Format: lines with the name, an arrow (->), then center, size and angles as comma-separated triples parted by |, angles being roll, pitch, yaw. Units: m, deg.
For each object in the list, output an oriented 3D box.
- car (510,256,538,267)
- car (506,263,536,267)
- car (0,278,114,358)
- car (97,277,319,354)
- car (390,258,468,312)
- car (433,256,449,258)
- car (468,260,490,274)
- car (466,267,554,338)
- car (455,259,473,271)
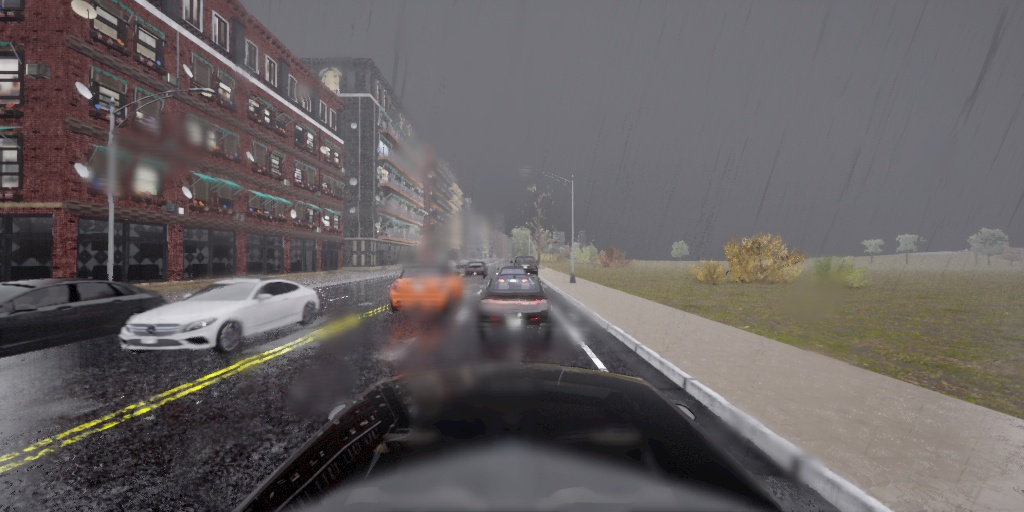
car -> 1.052, 0.979, 30.902 | 2.150, 2.045, 5.566 | 0, 0, 0
car -> 0.049, 1.300, 20.689 | 2.033, 1.411, 5.357 | 0, 0, 0
car -> -9.865, 1.256, 7.268 | 1.837, 1.490, 4.892 | 0, 0, 0
car -> -6.634, 1.277, 8.893 | 1.812, 1.442, 4.674 | 0, 0, 0
car -> -3.188, 1.104, 14.368 | 2.097, 1.767, 4.553 | 0, 0, 0
car -> -9.991, 0.974, 49.923 | 2.150, 2.045, 5.566 | 0, 0, 0
car -> -3.243, 1.259, 33.846 | 1.837, 1.490, 4.892 | 0, 0, 0
car -> 0.076, 1.243, 10.249 | 2.128, 1.511, 4.902 | 0, 0, 0
car -> -6.742, 1.230, 51.213 | 1.882, 1.535, 5.008 | 0, 0, 0
